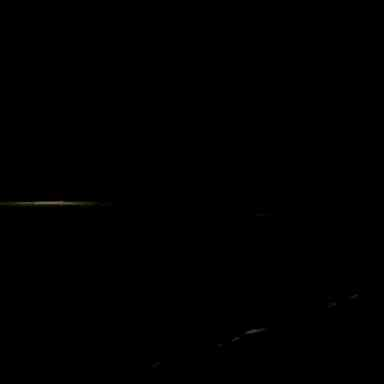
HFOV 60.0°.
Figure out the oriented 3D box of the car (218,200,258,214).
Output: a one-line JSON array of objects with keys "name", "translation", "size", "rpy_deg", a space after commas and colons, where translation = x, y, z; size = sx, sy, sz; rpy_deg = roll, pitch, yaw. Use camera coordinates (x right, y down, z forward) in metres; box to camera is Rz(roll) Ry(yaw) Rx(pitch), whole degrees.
[{"name": "car", "translation": [5.207, 1.660, 38.027], "size": [1.882, 1.535, 5.008], "rpy_deg": [0, 0, -40]}]
